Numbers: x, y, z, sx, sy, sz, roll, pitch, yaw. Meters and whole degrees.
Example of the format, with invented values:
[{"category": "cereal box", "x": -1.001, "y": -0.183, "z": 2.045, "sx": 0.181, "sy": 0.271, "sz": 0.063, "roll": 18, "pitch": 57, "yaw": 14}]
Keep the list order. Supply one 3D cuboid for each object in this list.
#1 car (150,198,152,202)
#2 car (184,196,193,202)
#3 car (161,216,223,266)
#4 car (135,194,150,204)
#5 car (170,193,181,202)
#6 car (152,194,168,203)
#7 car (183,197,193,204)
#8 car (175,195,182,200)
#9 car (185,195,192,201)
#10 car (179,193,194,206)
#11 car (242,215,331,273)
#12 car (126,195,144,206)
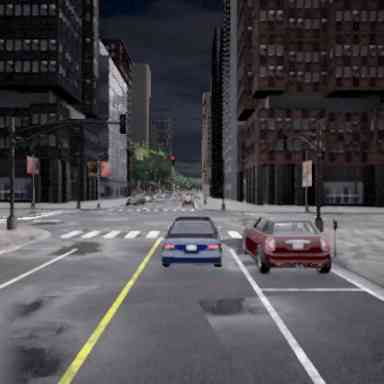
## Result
[{"category": "car", "x": -9.227, "y": 1.486, "z": 68.040, "sx": 1.752, "sy": 1.417, "sz": 4.829, "roll": 0, "pitch": 0, "yaw": 0}, {"category": "car", "x": -0.737, "y": 1.512, "z": 73.682, "sx": 1.887, "sy": 1.381, "sz": 4.507, "roll": 0, "pitch": 0, "yaw": 0}, {"category": "car", "x": 0.057, "y": 1.533, "z": 11.404, "sx": 2.033, "sy": 1.411, "sz": 5.357, "roll": 0, "pitch": 0, "yaw": 2}, {"category": "car", "x": -9.161, "y": 1.264, "z": 57.358, "sx": 2.192, "sy": 1.841, "sz": 5.009, "roll": 0, "pitch": 0, "yaw": 0}, {"category": "car", "x": -3.528, "y": 1.567, "z": 78.580, "sx": 1.895, "sy": 1.301, "sz": 4.718, "roll": 0, "pitch": 0, "yaw": 0}, {"category": "car", "x": -6.457, "y": 1.557, "z": 67.159, "sx": 1.895, "sy": 1.301, "sz": 4.718, "roll": 0, "pitch": 0, "yaw": 0}, {"category": "car", "x": -0.669, "y": 1.537, "z": 62.832, "sx": 1.802, "sy": 1.307, "sz": 4.206, "roll": 0, "pitch": 0, "yaw": 0}, {"category": "car", "x": -3.590, "y": 1.474, "z": 88.558, "sx": 1.812, "sy": 1.442, "sz": 4.674, "roll": 0, "pitch": 0, "yaw": 0}, {"category": "car", "x": -0.806, "y": 1.508, "z": 84.702, "sx": 1.752, "sy": 1.417, "sz": 4.829, "roll": 0, "pitch": 0, "yaw": 0}, {"category": "car", "x": -0.602, "y": 1.384, "z": 51.983, "sx": 1.967, "sy": 1.590, "sz": 4.097, "roll": 0, "pitch": 0, "yaw": 0}, {"category": "car", "x": 2.761, "y": 1.427, "z": 10.589, "sx": 1.967, "sy": 1.590, "sz": 4.097, "roll": 0, "pitch": 0, "yaw": 0}, {"category": "car", "x": -9.126, "y": 1.510, "z": 51.932, "sx": 1.947, "sy": 1.339, "sz": 4.313, "roll": 0, "pitch": 0, "yaw": 0}]
